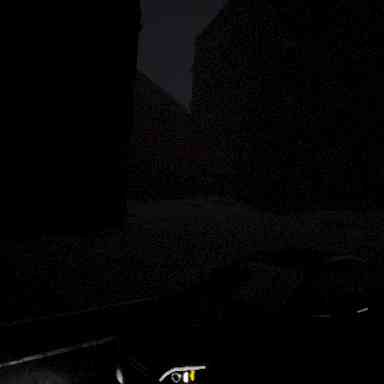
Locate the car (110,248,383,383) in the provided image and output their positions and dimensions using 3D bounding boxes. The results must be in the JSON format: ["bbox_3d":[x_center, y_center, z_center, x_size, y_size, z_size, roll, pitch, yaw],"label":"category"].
[{"bbox_3d":[1.299,1.549,4.457,4.674,1.442,1.812,0,-1,-31],"label":"car"}]
